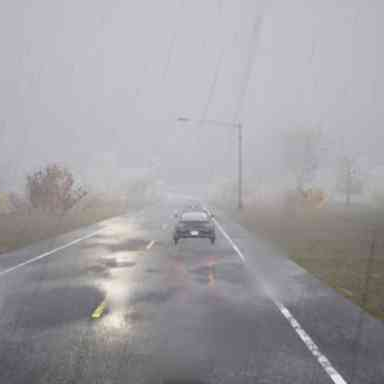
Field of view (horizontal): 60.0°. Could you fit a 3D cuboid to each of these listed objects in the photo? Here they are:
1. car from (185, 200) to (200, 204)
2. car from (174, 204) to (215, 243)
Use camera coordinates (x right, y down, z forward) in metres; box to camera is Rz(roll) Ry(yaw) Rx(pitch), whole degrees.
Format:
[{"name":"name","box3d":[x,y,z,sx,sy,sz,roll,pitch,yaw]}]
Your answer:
[{"name":"car","box3d":[0.088,1.501,34.508,2.033,1.411,5.357,0,0,0]},{"name":"car","box3d":[0.108,1.513,15.970,1.812,1.442,4.674,0,0,0]}]
